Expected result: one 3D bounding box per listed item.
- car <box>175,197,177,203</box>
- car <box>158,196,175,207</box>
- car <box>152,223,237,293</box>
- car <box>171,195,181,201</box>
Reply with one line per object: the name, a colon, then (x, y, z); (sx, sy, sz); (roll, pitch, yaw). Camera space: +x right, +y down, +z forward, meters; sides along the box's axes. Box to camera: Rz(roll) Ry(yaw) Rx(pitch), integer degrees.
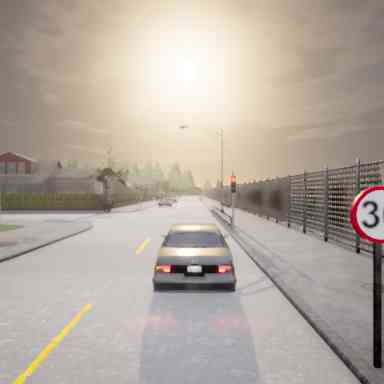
car: (-3.916, 1.533, 65.469); (1.994, 1.385, 4.181); (0, 0, 1)
car: (-3.997, 1.577, 49.918); (1.895, 1.301, 4.718); (0, 0, 0)
car: (0.070, 1.543, 8.967); (2.033, 1.411, 5.357); (0, 0, 1)
car: (-3.849, 1.486, 80.823); (2.033, 1.411, 5.357); (0, 0, 0)
